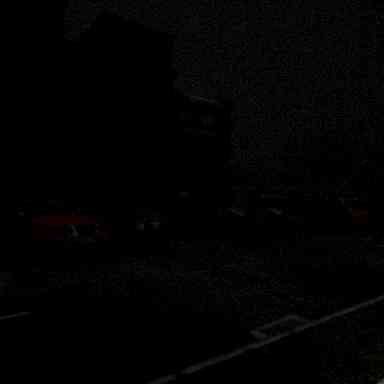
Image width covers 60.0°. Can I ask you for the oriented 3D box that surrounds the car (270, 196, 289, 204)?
[{"bbox_3d":[18.048,1.729,68.273,2.163,1.488,4.792,1,-2,35],"label":"car"}]

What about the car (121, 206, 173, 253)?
[{"bbox_3d":[-3.062,1.346,13.736,4.553,1.767,2.185,-1,-1,35],"label":"car"}]

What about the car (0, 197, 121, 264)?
[{"bbox_3d":[-5.511,1.217,12.009,5.566,2.045,2.435,-1,-1,35],"label":"car"}]

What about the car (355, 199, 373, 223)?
[{"bbox_3d":[9.082,1.460,22.574,5.366,1.575,1.946,-1,0,35],"label":"car"}]

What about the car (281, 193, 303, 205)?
[{"bbox_3d":[19.782,1.448,65.796,2.435,2.045,5.566,1,-2,35],"label":"car"}]

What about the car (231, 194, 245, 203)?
[{"bbox_3d":[8.727,1.171,52.333,1.946,1.575,5.366,0,-1,35],"label":"car"}]

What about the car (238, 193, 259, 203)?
[{"bbox_3d":[12.890,1.450,75.735,2.435,2.045,5.566,1,-2,35],"label":"car"}]

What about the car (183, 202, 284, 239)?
[{"bbox_3d":[1.830,1.478,17.240,5.008,1.535,2.097,-1,-1,35],"label":"car"}]

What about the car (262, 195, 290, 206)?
[{"bbox_3d":[11.992,1.170,47.310,2.231,1.521,4.892,0,-1,35],"label":"car"}]

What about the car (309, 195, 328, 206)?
[{"bbox_3d":[23.246,1.575,60.873,2.185,1.767,4.553,1,-2,35],"label":"car"}]

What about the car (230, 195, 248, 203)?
[{"bbox_3d":[11.078,1.693,78.084,1.946,1.575,5.366,1,-2,35],"label":"car"}]

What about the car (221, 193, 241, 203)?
[{"bbox_3d":[9.487,1.454,80.753,2.435,2.045,5.566,1,-2,35],"label":"car"}]

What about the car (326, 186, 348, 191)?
[{"bbox_3d":[28.089,-0.181,65.879,2.150,2.045,5.566,2,3,-34],"label":"car"}]

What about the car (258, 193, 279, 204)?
[{"bbox_3d":[16.373,1.452,70.815,2.435,2.045,5.566,1,-2,35],"label":"car"}]

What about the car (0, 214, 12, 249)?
[{"bbox_3d":[-7.961,1.494,10.260,4.792,1.488,2.163,-1,-1,35],"label":"car"}]

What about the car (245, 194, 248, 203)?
[{"bbox_3d":[10.293,1.044,49.723,2.185,1.767,4.553,0,-1,35],"label":"car"}]

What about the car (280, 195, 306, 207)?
[{"bbox_3d":[13.679,1.209,44.881,2.002,1.452,4.674,1,0,35],"label":"car"}]

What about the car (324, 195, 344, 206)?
[{"bbox_3d":[24.975,1.574,58.388,2.185,1.767,4.553,1,-2,35],"label":"car"}]

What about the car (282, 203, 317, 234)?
[{"bbox_3d":[4.303,1.518,18.983,4.674,1.452,2.002,-1,-1,35],"label":"car"}]

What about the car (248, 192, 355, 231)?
[{"bbox_3d":[6.738,1.221,20.737,5.566,2.045,2.435,-1,0,35],"label":"car"}]
